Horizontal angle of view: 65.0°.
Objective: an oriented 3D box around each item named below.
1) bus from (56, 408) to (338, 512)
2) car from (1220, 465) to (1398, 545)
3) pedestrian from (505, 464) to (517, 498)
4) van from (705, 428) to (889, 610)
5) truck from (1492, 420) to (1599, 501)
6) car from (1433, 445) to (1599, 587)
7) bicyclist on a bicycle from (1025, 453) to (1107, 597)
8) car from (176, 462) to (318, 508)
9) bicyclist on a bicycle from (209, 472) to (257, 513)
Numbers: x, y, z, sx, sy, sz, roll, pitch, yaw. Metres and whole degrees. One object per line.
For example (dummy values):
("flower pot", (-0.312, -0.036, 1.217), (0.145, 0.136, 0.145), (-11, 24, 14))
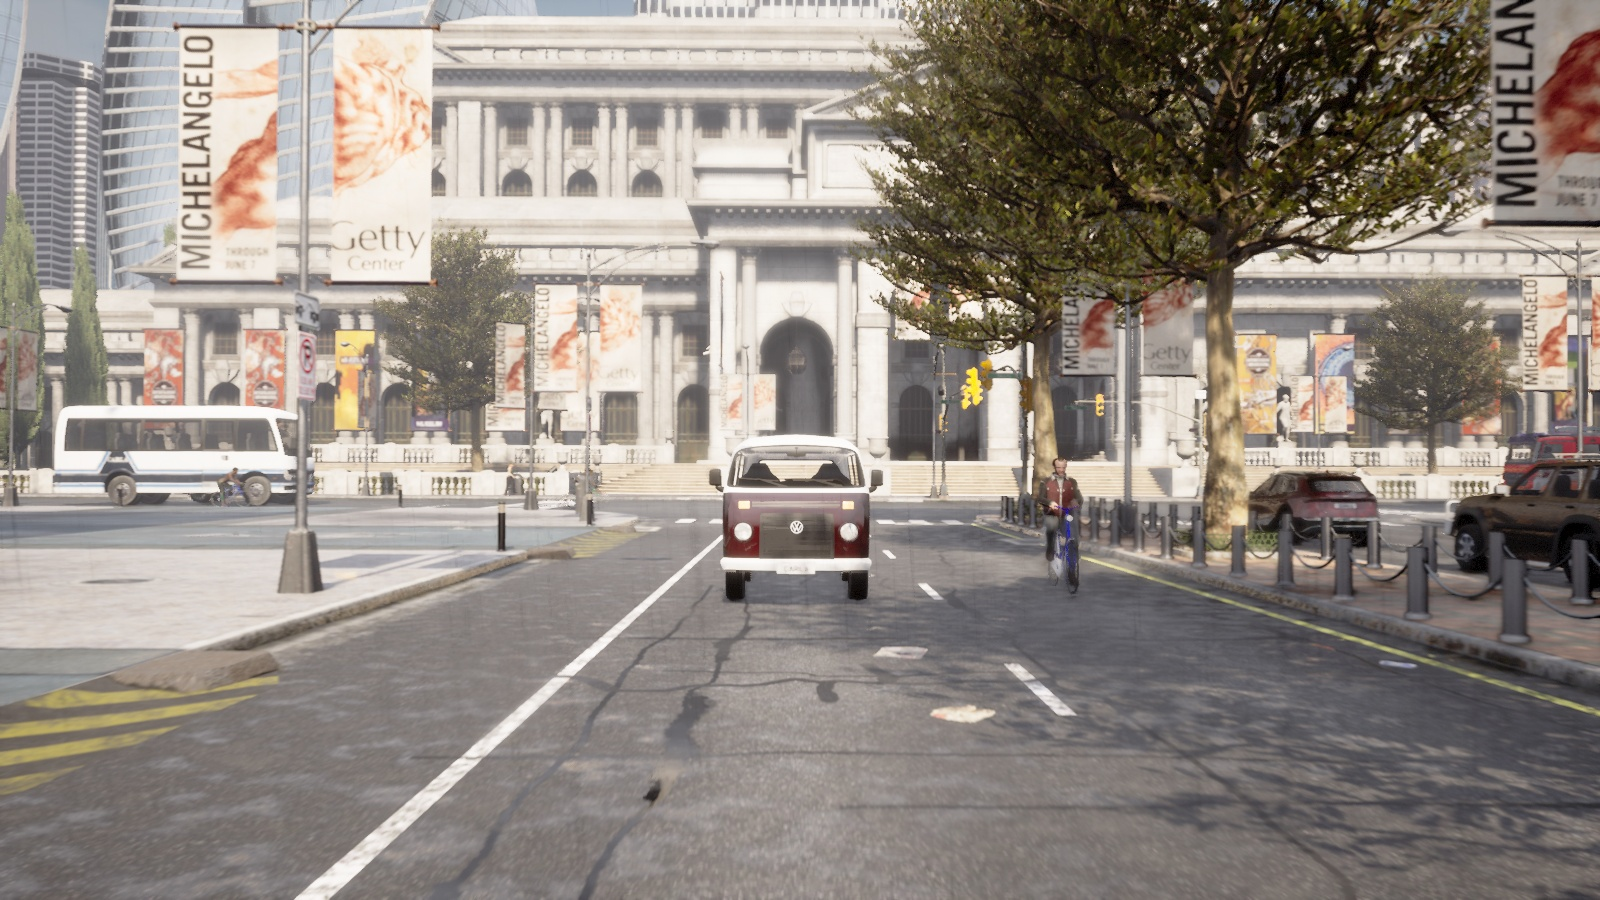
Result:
("bus", (-25.821, 0.450, 54.262), (10.273, 4.253, 3.944), (0, -1, 0))
("car", (11.382, 1.176, 28.512), (2.033, 1.649, 4.856), (0, -1, 0))
("pedestrian", (-15.756, 1.681, 68.484), (0.594, 1.836, 0.345), (0, -1, 2))
("van", (-0.044, 0.813, 16.418), (2.069, 2.038, 4.480), (0, -1, 0))
("truck", (38.786, 0.519, 61.173), (8.468, 3.827, 2.891), (0, -1, 0))
("car", (11.455, 0.894, 18.449), (1.932, 1.855, 4.605), (0, -1, 0))
("bicyclist on a bicycle", (3.459, 0.947, 16.470), (0.659, 1.776, 1.843), (0, -1, 0))
("car", (-25.366, 1.602, 57.747), (5.566, 2.045, 2.150), (0, -1, 0))
("bicyclist on a bicycle", (-22.897, 1.707, 50.745), (1.656, 1.620, 0.582), (-1, -1, 0))
